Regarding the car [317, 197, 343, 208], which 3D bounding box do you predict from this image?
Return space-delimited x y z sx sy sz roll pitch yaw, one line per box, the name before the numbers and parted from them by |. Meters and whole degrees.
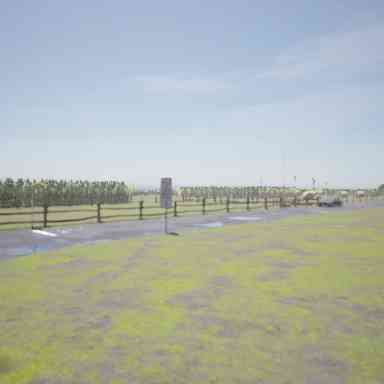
car | 19.671 1.405 47.135 2.033 1.411 5.357 1 1 44
